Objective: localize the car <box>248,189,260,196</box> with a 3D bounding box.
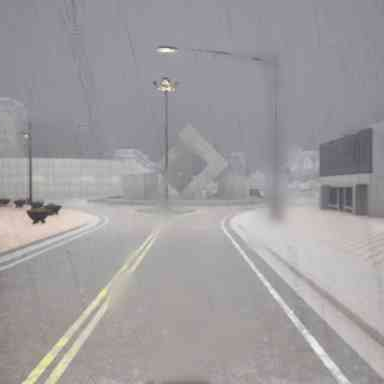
[{"bbox_3d":[13.026,0.242,77.169,5.566,2.045,2.150,0,1,37],"label":"car"}]
